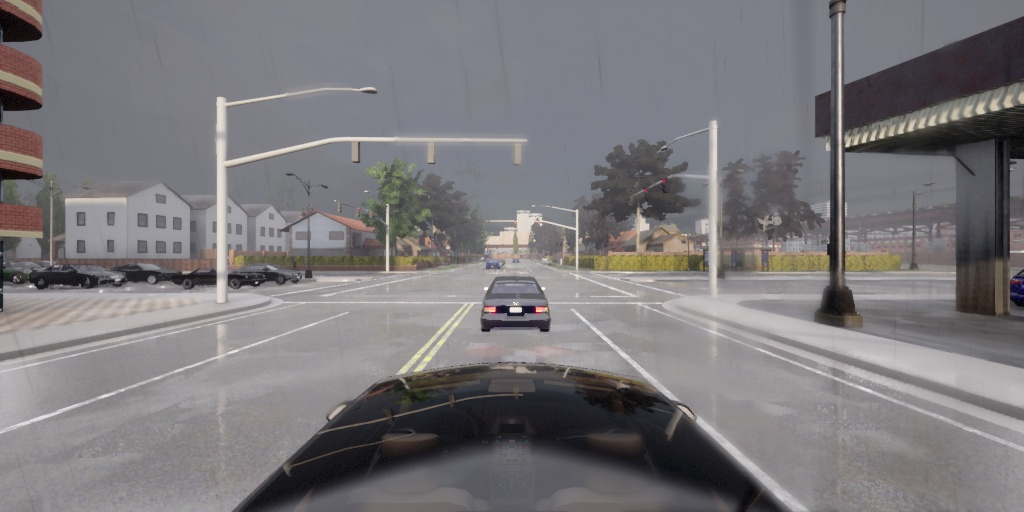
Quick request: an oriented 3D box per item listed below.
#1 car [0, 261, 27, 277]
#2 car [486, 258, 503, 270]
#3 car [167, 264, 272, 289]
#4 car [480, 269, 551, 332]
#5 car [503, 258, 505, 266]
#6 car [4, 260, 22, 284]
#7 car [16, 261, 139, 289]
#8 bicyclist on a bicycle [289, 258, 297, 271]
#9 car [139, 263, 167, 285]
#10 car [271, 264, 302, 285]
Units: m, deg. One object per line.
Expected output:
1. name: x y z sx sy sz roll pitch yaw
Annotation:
1. car: -50.287 1.255 34.508 4.892 1.490 1.837 0 0 2
2. car: -2.823 1.227 53.596 1.882 1.535 5.008 0 0 1
3. car: -18.096 1.351 22.354 4.718 1.301 1.895 0 0 1
4. car: 0.085 1.297 10.837 2.033 1.411 5.357 0 0 0
5. car: -2.734 1.351 63.144 1.895 1.301 4.718 0 0 1
6. car: -36.059 1.102 26.151 4.553 1.767 2.097 0 0 1
7. car: -27.128 1.241 22.510 4.902 1.511 2.128 0 0 1
8. bicyclist on a bicycle: -26.530 1.051 43.483 0.582 1.620 1.656 0 0 1
9. car: -26.774 1.228 26.003 5.008 1.535 1.882 0 0 1
10. car: -17.712 1.276 25.880 4.674 1.442 1.812 0 0 1
